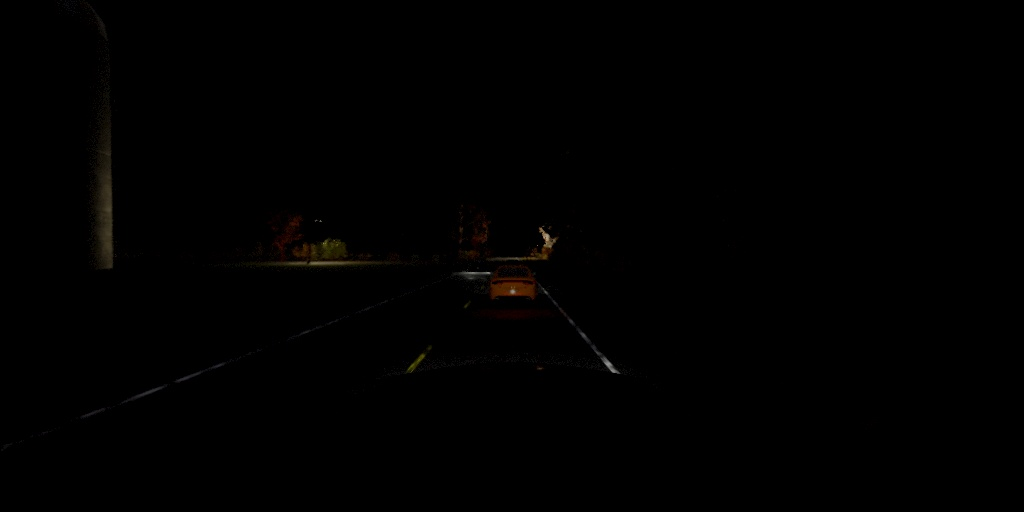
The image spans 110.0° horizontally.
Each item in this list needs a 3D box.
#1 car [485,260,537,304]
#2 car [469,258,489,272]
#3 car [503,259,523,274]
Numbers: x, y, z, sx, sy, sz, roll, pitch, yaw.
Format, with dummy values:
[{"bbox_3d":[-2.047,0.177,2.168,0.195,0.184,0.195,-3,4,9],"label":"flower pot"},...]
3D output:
[{"bbox_3d":[0.050,1.124,15.646,1.882,1.535,5.008,0,1,0],"label":"car"},{"bbox_3d":[-3.573,0.976,40.088,1.812,1.442,4.674,0,0,0],"label":"car"},{"bbox_3d":[0.089,1.041,36.941,1.994,1.385,4.181,0,1,0],"label":"car"}]
